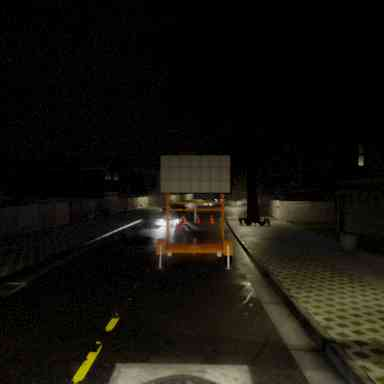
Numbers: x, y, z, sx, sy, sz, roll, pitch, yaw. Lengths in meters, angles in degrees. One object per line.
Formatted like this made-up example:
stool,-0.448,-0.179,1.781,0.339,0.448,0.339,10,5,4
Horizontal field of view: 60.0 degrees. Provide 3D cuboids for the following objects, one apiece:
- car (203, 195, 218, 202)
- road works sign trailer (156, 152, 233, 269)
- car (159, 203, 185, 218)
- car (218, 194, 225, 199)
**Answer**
car,3.624,1.425,71.227,2.128,1.511,4.902,0,0,10
road works sign trailer,0.114,0.464,11.127,2.380,3.560,2.880,0,0,2
car,-1.737,1.599,30.359,1.895,1.301,4.718,0,0,4
car,7.729,1.229,90.658,1.837,1.490,4.892,0,1,13
